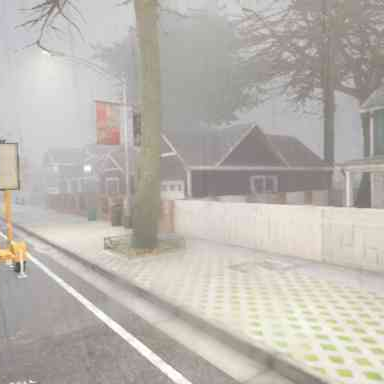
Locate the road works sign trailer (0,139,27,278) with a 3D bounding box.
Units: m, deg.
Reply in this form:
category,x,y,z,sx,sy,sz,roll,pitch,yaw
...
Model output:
category,x,y,z,sx,sy,sz,roll,pitch,yaw
road works sign trailer,-5.912,0.380,8.820,2.380,3.560,2.880,-3,2,-36
